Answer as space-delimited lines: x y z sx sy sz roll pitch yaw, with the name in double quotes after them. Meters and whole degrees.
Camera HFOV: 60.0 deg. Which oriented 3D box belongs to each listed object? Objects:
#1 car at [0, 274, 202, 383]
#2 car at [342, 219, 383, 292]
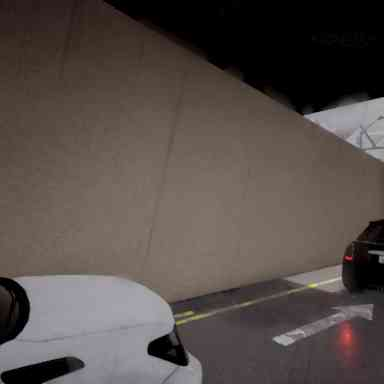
-2.573 1.222 1.953 5.566 2.045 2.150 0 0 -35 "car"
5.521 1.349 7.702 4.553 1.767 2.097 0 0 -36 "car"
